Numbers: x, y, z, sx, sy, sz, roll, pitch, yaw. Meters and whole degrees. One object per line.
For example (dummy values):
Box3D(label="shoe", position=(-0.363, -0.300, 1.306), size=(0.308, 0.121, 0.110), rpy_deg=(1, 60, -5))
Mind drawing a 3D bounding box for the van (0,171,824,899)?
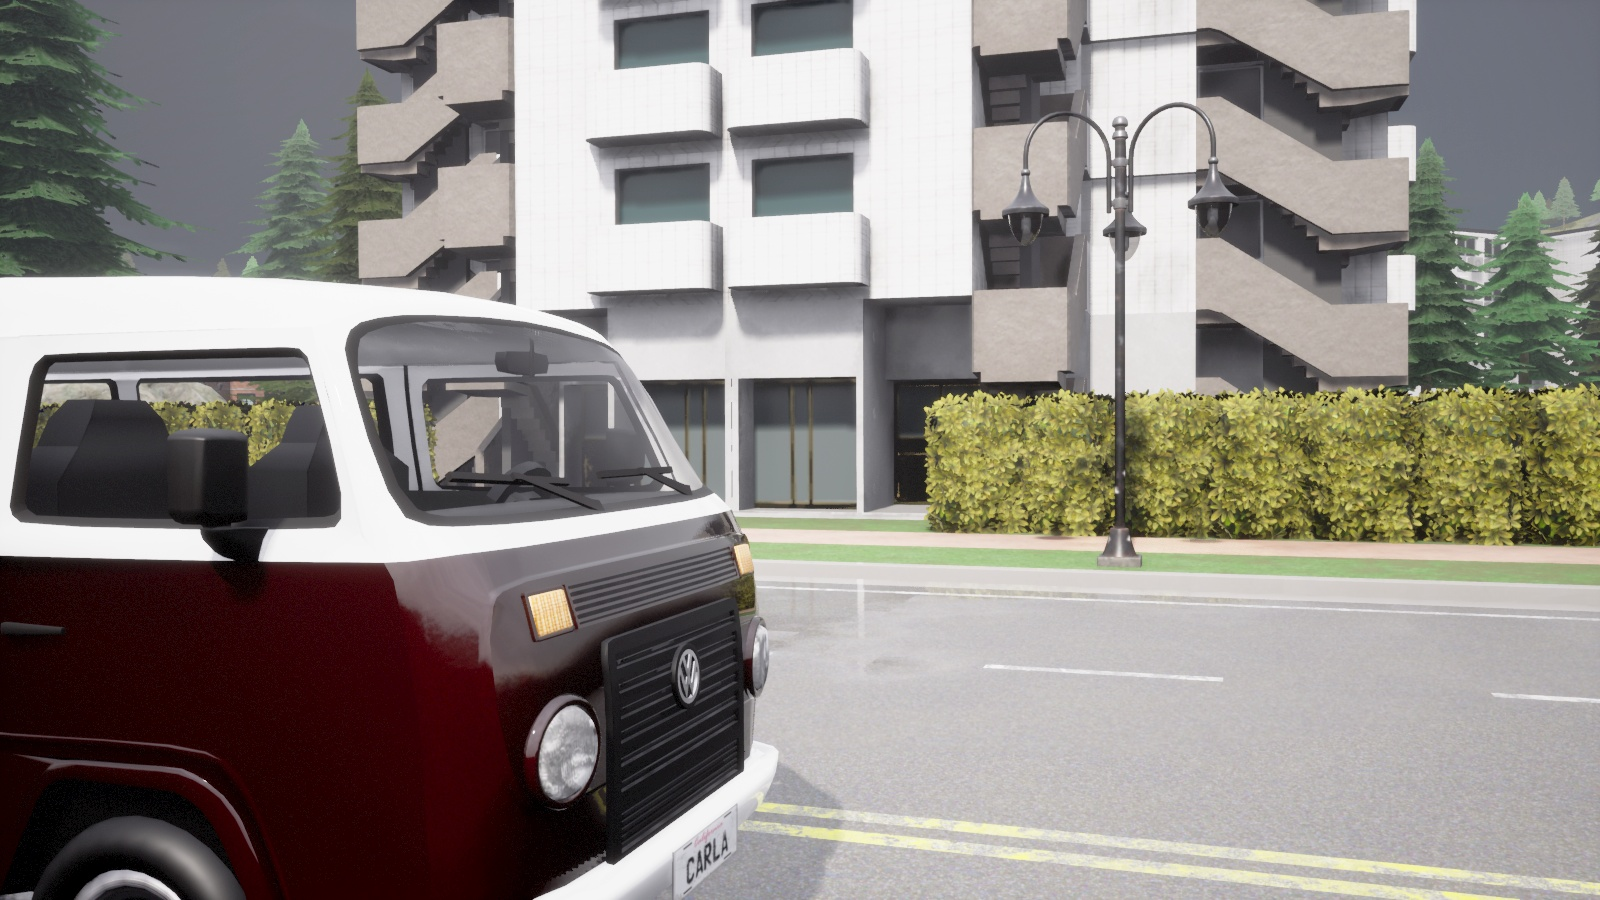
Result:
Box3D(label="van", position=(-2.375, 0.477, 3.985), size=(4.480, 2.038, 2.069), rpy_deg=(1, 1, 18))
